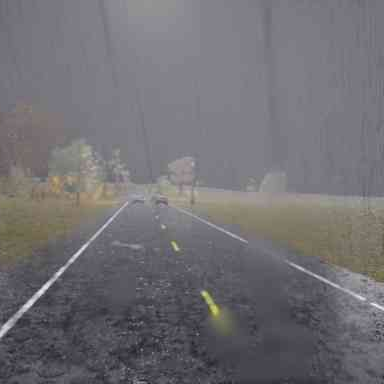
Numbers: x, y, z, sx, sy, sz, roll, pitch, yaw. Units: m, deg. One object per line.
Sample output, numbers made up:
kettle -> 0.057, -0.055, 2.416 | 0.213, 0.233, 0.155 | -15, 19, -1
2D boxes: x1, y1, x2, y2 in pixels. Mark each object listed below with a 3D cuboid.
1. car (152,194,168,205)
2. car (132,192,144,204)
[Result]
car -> -4.880, 1.274, 52.732 | 1.837, 1.490, 4.892 | 2, 0, -9
car -> -8.622, 1.173, 53.102 | 2.033, 1.411, 5.357 | 2, 0, -8
